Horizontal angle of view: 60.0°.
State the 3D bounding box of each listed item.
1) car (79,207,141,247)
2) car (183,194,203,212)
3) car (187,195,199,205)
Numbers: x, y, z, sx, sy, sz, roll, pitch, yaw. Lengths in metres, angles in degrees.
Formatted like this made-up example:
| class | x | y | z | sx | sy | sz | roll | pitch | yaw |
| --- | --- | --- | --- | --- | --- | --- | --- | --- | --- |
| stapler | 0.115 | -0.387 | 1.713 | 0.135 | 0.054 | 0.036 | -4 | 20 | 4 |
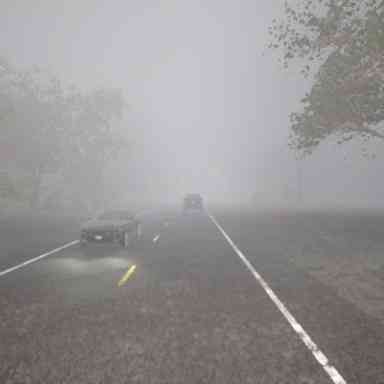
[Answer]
| class | x | y | z | sx | sy | sz | roll | pitch | yaw |
| --- | --- | --- | --- | --- | --- | --- | --- | --- | --- |
| car | -3.572 | 1.485 | 15.237 | 1.882 | 1.535 | 5.008 | 0 | 0 | 0 |
| car | 0.102 | 1.241 | 38.463 | 2.150 | 2.045 | 5.566 | 0 | 0 | 0 |
| car | 0.148 | 1.382 | 60.766 | 2.097 | 1.767 | 4.553 | 0 | 0 | 1 |
